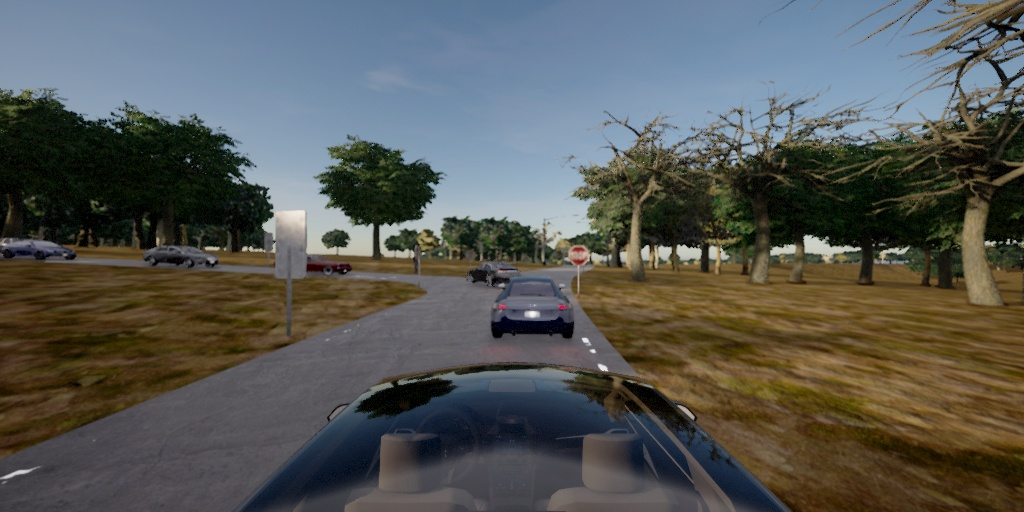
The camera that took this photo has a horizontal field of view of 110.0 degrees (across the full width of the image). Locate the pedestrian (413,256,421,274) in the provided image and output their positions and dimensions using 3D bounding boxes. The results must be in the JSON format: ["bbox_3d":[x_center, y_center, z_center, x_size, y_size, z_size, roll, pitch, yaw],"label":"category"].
[{"bbox_3d":[-8.069,0.579,30.307,0.375,1.860,0.375,0,-3,7],"label":"pedestrian"}]

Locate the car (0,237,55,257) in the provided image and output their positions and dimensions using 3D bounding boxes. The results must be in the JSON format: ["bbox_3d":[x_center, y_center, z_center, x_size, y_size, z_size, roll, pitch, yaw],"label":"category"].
[{"bbox_3d":[-43.532,-0.813,31.332,4.902,1.511,2.128,3,-1,7],"label":"car"}]

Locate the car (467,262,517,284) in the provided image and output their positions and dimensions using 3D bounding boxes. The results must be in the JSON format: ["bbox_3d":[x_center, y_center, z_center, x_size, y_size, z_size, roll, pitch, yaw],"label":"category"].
[{"bbox_3d":[-1.285,1.118,22.982,2.128,1.511,4.902,0,0,-30],"label":"car"}]

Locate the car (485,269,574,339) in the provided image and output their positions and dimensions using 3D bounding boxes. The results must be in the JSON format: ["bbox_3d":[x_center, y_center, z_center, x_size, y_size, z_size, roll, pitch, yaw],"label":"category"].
[{"bbox_3d":[0.547,1.240,9.897,1.994,1.385,4.181,0,0,3],"label":"car"}]

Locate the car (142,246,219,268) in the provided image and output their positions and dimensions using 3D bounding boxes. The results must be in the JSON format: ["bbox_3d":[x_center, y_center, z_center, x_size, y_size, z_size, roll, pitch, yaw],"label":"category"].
[{"bbox_3d":[-23.728,0.034,25.788,4.902,1.511,2.128,3,-1,7],"label":"car"}]

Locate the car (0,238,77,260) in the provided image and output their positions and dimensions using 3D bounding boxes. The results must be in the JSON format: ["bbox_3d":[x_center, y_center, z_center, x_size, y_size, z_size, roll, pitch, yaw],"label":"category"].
[{"bbox_3d":[-35.938,-0.471,27.272,4.674,1.442,1.812,3,-1,7],"label":"car"}]

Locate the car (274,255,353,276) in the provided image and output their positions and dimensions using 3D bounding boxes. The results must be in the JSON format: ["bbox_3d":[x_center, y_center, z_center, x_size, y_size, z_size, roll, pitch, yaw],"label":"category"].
[{"bbox_3d":[-13.479,0.594,24.566,4.718,1.301,1.895,3,-1,6],"label":"car"}]
